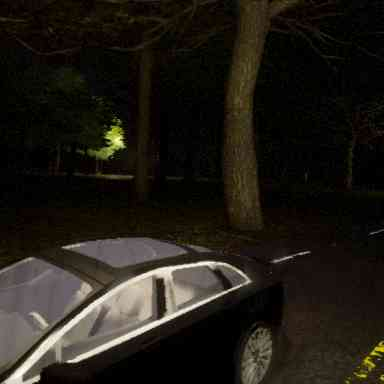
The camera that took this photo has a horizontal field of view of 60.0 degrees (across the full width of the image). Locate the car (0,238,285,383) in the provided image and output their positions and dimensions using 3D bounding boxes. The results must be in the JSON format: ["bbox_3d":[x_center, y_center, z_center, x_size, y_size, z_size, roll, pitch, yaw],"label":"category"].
[{"bbox_3d":[-0.911,1.276,3.014,2.128,1.511,4.902,5,4,42],"label":"car"}]

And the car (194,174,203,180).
[{"bbox_3d":[0.340,-3.908,83.341,2.033,1.411,5.357,2,3,-45],"label":"car"}]
